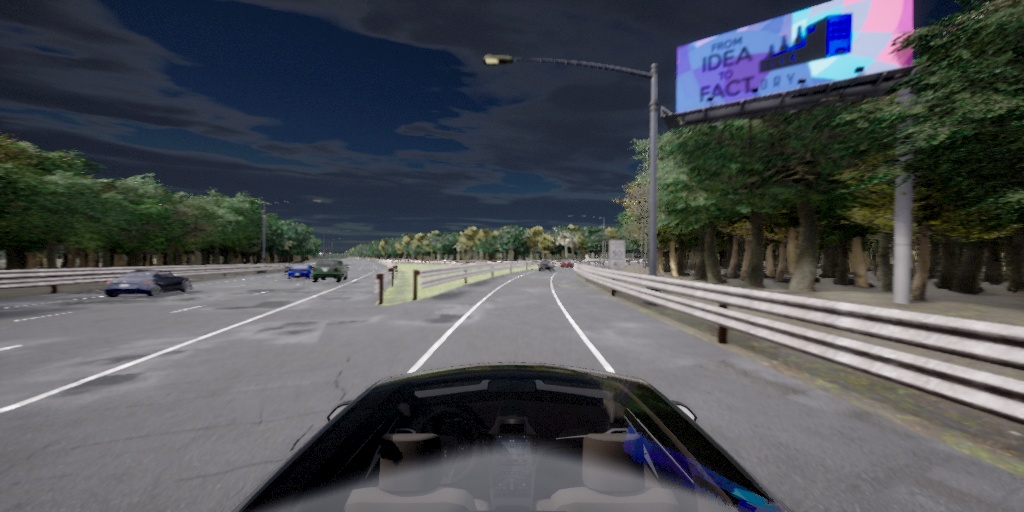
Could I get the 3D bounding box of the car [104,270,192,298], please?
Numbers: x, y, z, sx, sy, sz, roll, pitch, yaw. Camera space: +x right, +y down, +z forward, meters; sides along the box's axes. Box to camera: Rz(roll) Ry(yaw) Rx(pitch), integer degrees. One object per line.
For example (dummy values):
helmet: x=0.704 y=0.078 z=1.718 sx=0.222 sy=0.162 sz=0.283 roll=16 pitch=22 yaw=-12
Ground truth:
car: x=-19.743 y=1.451 z=19.701 sx=1.994 sy=1.385 sz=4.181 roll=1 pitch=-1 yaw=-16

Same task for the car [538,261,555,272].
car: x=5.055 y=1.494 z=51.928 sx=1.837 sy=1.490 sz=4.892 roll=1 pitch=0 yaw=15

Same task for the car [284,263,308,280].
car: x=-20.933 y=1.570 z=36.110 sx=1.882 sy=1.535 sz=5.008 roll=1 pitch=-1 yaw=-17

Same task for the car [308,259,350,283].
car: x=-16.200 y=1.287 z=32.212 sx=2.150 sy=2.045 sz=5.566 roll=1 pitch=-1 yaw=-17
